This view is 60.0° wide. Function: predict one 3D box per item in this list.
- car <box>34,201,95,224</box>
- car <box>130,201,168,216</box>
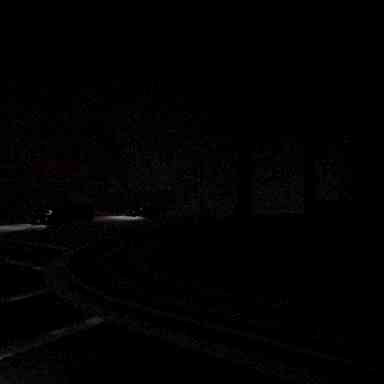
[{"bbox_3d":[-9.972,1.512,26.164,2.097,1.767,4.553,0,0,34],"label":"car"},{"bbox_3d":[-4.376,1.686,34.431,1.812,1.442,4.674,0,0,34],"label":"car"}]
